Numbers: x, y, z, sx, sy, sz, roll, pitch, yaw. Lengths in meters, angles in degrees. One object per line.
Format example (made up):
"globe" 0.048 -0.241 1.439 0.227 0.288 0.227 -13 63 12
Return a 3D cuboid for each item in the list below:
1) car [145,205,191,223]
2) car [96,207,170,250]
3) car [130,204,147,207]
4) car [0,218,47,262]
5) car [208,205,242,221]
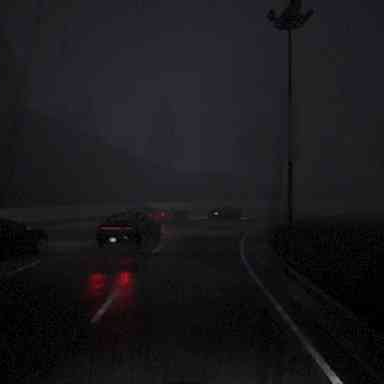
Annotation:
"car" -1.878 1.930 29.388 1.895 1.301 4.718 0 -1 26
"car" -2.707 1.663 15.256 2.128 1.511 4.902 0 -1 8
"car" -4.738 1.882 31.823 1.812 1.442 4.674 -1 -1 27
"car" -6.692 1.603 11.080 1.882 1.535 5.008 0 -1 3
"car" 3.160 1.912 31.066 1.994 1.385 4.181 0 -1 31
